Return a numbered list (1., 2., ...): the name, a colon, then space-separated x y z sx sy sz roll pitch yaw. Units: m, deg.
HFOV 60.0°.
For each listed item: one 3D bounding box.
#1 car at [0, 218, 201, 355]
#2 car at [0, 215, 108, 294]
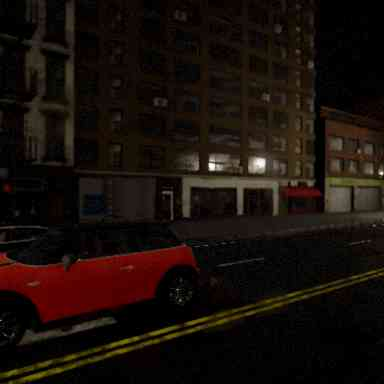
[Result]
1. car: -2.105 1.353 6.174 4.553 1.767 2.097 0 0 -35
2. car: -4.828 1.492 8.224 4.902 1.511 2.128 0 0 -36
